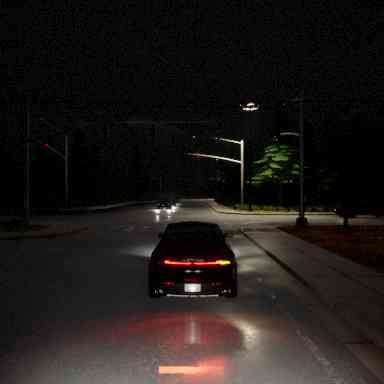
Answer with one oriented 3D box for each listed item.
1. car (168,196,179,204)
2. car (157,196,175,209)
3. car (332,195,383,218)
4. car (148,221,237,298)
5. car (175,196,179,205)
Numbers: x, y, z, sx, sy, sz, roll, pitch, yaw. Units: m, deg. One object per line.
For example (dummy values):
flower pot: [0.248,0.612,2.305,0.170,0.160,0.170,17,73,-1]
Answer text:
car: [-3.556,1.504,65.849,1.837,1.490,4.892,0,0,1]
car: [-3.685,1.505,45.144,1.837,1.490,4.892,0,0,0]
car: [15.541,1.248,29.668,5.566,2.045,2.150,0,0,1]
car: [0.031,1.501,8.519,1.837,1.490,4.892,0,0,0]
car: [-3.685,1.601,55.394,1.895,1.301,4.718,0,0,0]
